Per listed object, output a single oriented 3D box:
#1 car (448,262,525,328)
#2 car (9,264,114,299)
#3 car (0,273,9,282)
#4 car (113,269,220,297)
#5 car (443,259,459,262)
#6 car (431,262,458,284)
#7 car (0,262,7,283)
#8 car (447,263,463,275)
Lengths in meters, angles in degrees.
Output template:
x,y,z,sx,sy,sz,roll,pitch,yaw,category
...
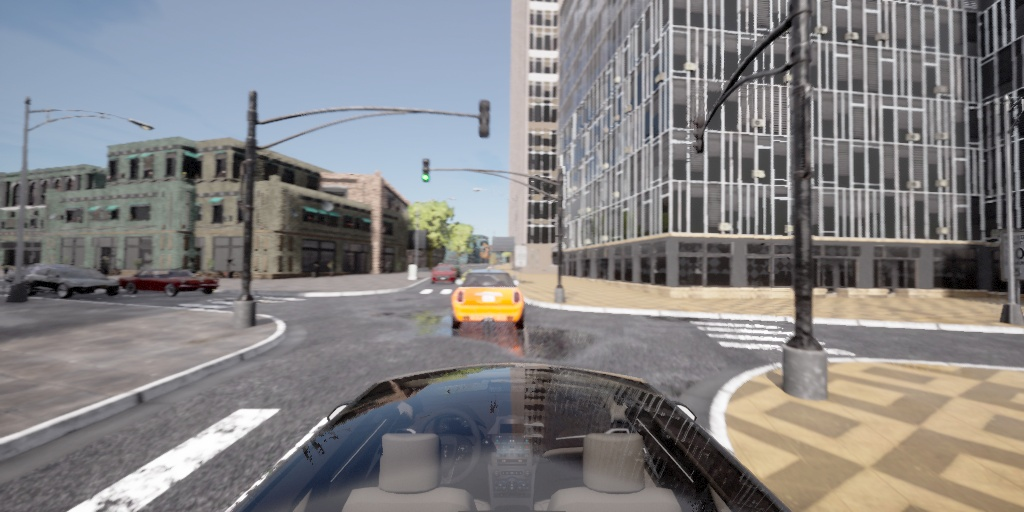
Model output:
x,y,z,sx,sy,sz,roll,pitch,yaw,category
-0.817,1.219,12.033,2.097,1.767,4.553,1,-1,-5,car
-20.499,1.183,16.658,4.313,1.339,1.948,0,0,17,car
-27.361,1.184,21.325,5.357,1.411,2.033,0,-2,17,car
-17.450,1.318,18.335,4.718,1.301,1.895,0,-2,17,car
-6.818,1.346,40.070,2.150,2.045,5.566,1,-1,-6,car
-5.648,1.496,30.180,1.882,1.535,5.008,1,-1,-7,car
-37.525,1.102,24.408,5.357,1.411,2.033,0,-2,17,car
-7.911,1.760,50.089,1.812,1.442,4.674,1,-1,-6,car
